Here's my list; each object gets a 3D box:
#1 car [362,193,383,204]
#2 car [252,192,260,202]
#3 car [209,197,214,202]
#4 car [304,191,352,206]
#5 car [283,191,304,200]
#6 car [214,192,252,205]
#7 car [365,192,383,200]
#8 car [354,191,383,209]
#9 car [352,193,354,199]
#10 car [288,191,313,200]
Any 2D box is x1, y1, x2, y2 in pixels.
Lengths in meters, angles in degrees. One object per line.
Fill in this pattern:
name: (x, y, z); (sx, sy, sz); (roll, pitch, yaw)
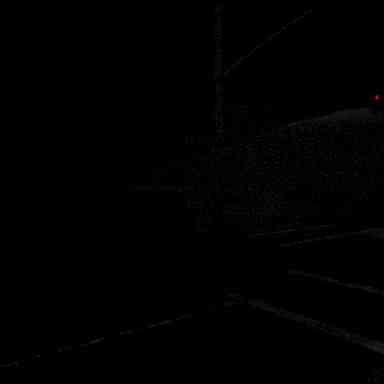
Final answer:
car: (27.641, 0.917, 48.789); (2.007, 1.523, 4.514); (-1, 0, -36)
car: (9.493, 0.844, 58.004); (2.152, 1.636, 5.027); (-1, 0, -36)
car: (4.480, 0.971, 53.985); (1.970, 1.475, 3.806); (-1, 0, -36)
car: (17.125, 0.810, 42.073); (1.932, 1.855, 4.605); (-1, 0, -36)
car: (19.865, 0.671, 65.493); (1.905, 1.878, 3.866); (-1, 0, -36)
car: (5.638, 1.064, 46.126); (2.007, 1.523, 4.514); (-1, 0, -36)
car: (39.056, 0.839, 70.537); (1.970, 1.475, 3.806); (-1, 0, -36)
car: (19.066, 0.814, 33.770); (1.905, 1.878, 3.866); (-1, 0, -36)
car: (37.127, 0.807, 78.297); (1.845, 1.501, 3.633); (-1, 0, -36)
car: (21.979, 0.670, 67.529); (1.932, 1.855, 4.605); (-1, 0, -36)
